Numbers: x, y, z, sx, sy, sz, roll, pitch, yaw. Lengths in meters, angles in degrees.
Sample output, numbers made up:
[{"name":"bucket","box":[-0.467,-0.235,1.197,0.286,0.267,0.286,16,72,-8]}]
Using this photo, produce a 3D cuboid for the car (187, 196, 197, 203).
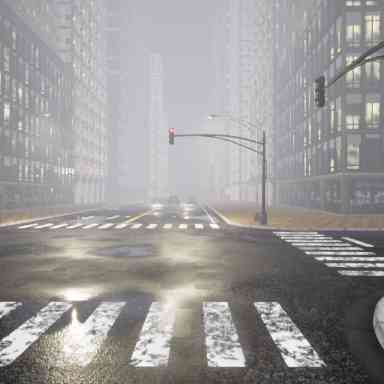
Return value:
[{"name":"car","box":[-0.021,1.541,70.549,1.994,1.385,4.181,0,0,0]}]

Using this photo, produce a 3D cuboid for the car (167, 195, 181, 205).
[{"name":"car","box":[-3.268,1.453,60.101,2.097,1.767,4.553,0,0,0]}]

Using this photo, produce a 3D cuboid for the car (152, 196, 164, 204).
[{"name":"car","box":[-6.519,1.608,64.298,2.128,1.511,4.902,0,0,0]}]

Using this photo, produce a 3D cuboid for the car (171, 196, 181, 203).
[{"name":"car","box":[-3.271,1.565,70.162,1.895,1.301,4.718,0,0,0]}]

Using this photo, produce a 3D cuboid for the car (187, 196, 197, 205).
[{"name":"car","box":[-0.018,1.703,60.577,1.895,1.301,4.718,0,0,0]}]
